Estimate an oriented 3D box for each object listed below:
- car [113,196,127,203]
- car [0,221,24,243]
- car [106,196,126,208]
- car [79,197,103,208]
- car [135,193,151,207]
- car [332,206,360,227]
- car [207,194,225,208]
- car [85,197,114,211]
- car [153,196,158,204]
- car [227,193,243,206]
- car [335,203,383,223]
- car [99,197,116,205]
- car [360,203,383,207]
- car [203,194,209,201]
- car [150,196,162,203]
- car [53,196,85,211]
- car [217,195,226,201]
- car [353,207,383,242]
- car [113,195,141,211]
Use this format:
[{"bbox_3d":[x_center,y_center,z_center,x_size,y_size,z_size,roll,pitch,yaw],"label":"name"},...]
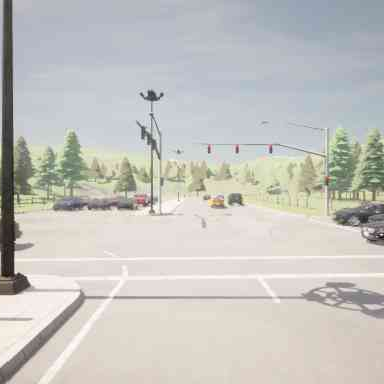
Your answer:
[{"bbox_3d":[-14.899,1.499,69.173,1.837,1.490,4.892,0,0,0],"label":"car"},{"bbox_3d":[-9.751,1.547,13.282,5.357,1.411,2.033,0,0,-3],"label":"car"},{"bbox_3d":[-11.523,1.478,50.595,1.882,1.535,5.008,0,0,0],"label":"car"},{"bbox_3d":[-15.026,1.547,49.824,2.033,1.411,5.357,0,0,0],"label":"car"},{"bbox_3d":[-8.022,1.221,51.668,2.150,2.045,5.566,0,0,0],"label":"car"},{"bbox_3d":[11.838,1.506,21.838,4.892,1.490,1.837,0,0,7],"label":"car"},{"bbox_3d":[3.662,1.477,49.388,1.882,1.535,5.008,0,0,0],"label":"car"},{"bbox_3d":[-11.541,1.564,41.617,1.994,1.385,4.181,0,0,0],"label":"car"},{"bbox_3d":[-7.973,1.547,62.007,2.033,1.411,5.357,0,0,0],"label":"car"},{"bbox_3d":[7.180,1.221,55.981,2.150,2.045,5.566,0,0,0],"label":"car"},{"bbox_3d":[13.862,1.547,25.076,5.357,1.411,2.033,0,0,4],"label":"car"},{"bbox_3d":[-14.994,1.564,59.062,1.994,1.385,4.181,0,0,0],"label":"car"},{"bbox_3d":[12.154,1.478,17.896,5.008,1.535,1.882,0,0,0],"label":"car"},{"bbox_3d":[3.867,1.355,83.996,2.097,1.767,4.553,0,0,2],"label":"car"},{"bbox_3d":[-7.870,1.526,72.676,2.033,1.411,5.357,0,0,0],"label":"car"},{"bbox_3d":[-15.044,1.352,40.365,2.097,1.767,4.553,0,0,0],"label":"car"},{"bbox_3d":[7.364,1.478,83.845,1.882,1.535,5.008,0,0,2],"label":"car"},{"bbox_3d":[9.767,1.526,14.243,4.674,1.442,1.812,0,0,-1],"label":"car"},{"bbox_3d":[-8.037,1.478,41.734,1.882,1.535,5.008,0,0,0],"label":"car"}]
